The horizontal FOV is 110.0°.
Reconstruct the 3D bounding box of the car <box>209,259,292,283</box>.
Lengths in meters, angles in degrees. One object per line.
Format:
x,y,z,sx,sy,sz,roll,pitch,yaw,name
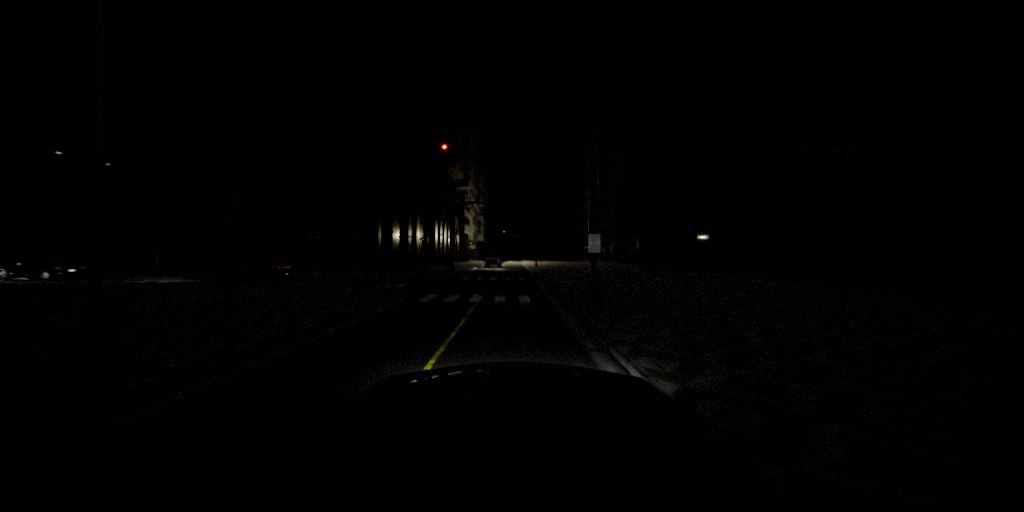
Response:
-17.282,0.954,23.760,4.902,1.511,2.128,1,-1,1,car

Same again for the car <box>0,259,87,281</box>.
-31.328,0.903,23.930,4.181,1.385,1.994,1,-1,1,car

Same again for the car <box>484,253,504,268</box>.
-2.668,0.601,50.532,2.150,2.045,5.566,0,0,1,car

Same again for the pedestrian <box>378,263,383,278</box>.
-9.808,0.708,26.778,0.375,1.860,0.375,0,-1,1,pedestrian
